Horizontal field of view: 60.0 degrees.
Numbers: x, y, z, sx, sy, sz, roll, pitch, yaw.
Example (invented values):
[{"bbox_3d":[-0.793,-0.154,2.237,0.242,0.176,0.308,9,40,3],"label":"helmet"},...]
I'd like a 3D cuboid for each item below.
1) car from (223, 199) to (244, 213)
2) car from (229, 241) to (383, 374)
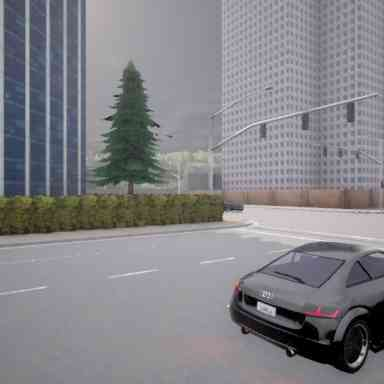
[{"bbox_3d":[3.702,1.477,37.341,1.882,1.535,5.008,0,0,-35],"label":"car"},{"bbox_3d":[2.661,1.564,5.679,4.181,1.385,1.994,0,0,-35],"label":"car"}]
